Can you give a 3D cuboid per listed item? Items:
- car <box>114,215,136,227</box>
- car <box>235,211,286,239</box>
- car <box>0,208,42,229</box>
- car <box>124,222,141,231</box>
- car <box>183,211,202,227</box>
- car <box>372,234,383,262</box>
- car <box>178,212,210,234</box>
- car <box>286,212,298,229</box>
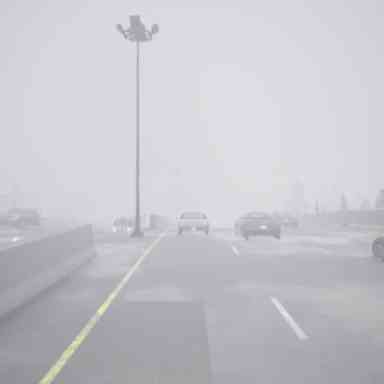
[{"bbox_3d":[-7.058,3.134,36.068,1.895,1.301,4.718,0,-6,0],"label":"car"},{"bbox_3d":[3.593,1.807,18.747,1.994,1.385,4.181,0,-2,0],"label":"car"},{"bbox_3d":[-14.085,2.053,27.029,2.097,1.767,4.553,0,-4,0],"label":"car"},{"bbox_3d":[-10.519,6.104,58.787,2.033,1.411,5.357,0,-8,0],"label":"car"},{"bbox_3d":[0.087,3.234,39.080,2.097,1.767,4.553,0,-7,0],"label":"car"},{"bbox_3d":[7.097,1.591,9.472,1.812,1.442,4.674,0,0,0],"label":"car"},{"bbox_3d":[0.092,1.963,21.465,1.895,1.301,4.718,0,-3,0],"label":"car"},{"bbox_3d":[7.090,2.262,26.990,1.994,1.385,4.181,0,-4,0],"label":"car"}]
